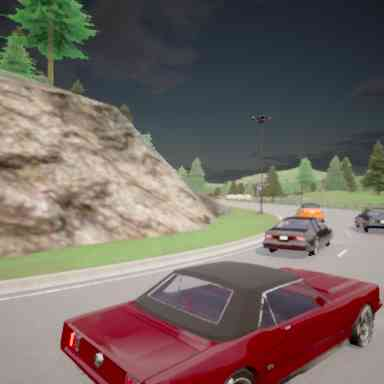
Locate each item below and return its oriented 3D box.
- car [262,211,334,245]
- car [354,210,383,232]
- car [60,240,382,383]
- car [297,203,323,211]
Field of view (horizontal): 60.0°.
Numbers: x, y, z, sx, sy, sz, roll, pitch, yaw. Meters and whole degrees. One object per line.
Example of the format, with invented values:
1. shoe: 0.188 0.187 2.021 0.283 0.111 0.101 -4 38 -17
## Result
1. car: 4.708 1.766 14.325 2.033 1.411 5.357 0 -1 32
2. car: 12.331 1.895 22.503 2.033 1.411 5.357 0 -1 18
3. car: 0.853 1.673 4.646 4.718 1.301 1.895 1 -1 -41
4. car: 11.068 1.827 31.239 2.097 1.767 4.553 0 -1 14
